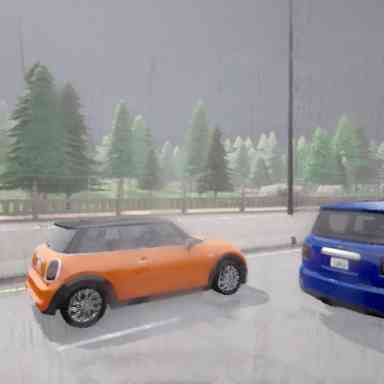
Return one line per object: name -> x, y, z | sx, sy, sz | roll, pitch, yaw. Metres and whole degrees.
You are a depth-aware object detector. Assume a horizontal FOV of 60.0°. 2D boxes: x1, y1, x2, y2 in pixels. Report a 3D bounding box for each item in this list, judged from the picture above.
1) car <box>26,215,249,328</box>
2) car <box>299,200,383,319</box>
car -> -0.947, 1.309, 7.107 | 4.553, 1.767, 2.097 | 0, 0, -34
car -> 4.575, 1.185, 6.476 | 5.566, 2.045, 2.150 | 0, 0, -31
